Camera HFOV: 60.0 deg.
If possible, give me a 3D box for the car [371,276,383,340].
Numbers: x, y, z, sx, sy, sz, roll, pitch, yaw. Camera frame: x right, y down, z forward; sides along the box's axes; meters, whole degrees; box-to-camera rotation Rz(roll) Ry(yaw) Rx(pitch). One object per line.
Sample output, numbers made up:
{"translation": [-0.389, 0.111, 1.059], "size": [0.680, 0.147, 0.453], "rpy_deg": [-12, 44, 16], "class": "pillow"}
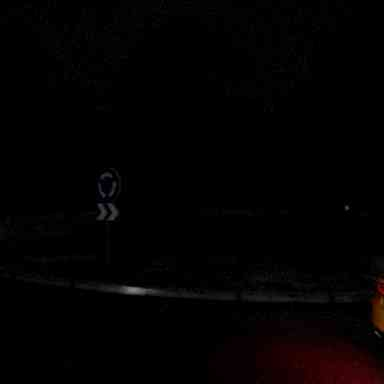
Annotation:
{"translation": [4.993, 1.530, 4.480], "size": [5.008, 1.535, 1.882], "rpy_deg": [0, 0, -12], "class": "car"}
